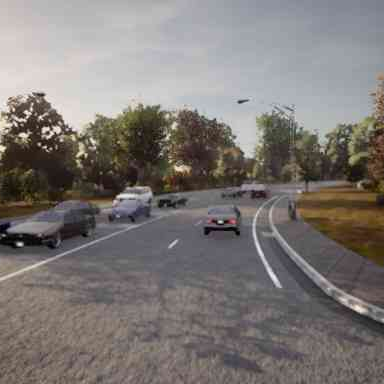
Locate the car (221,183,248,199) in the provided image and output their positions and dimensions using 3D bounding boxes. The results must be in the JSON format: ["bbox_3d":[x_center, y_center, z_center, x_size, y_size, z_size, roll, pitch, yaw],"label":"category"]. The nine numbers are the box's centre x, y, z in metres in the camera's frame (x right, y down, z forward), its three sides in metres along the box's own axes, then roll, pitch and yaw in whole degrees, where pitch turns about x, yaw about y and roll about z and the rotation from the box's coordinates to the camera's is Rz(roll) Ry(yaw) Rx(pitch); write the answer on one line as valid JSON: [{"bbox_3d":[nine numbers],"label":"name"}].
[{"bbox_3d":[5.291,0.061,43.521,2.128,1.511,4.902,0,4,24],"label":"car"}]

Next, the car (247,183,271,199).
[{"bbox_3d":[8.877,0.025,42.509,1.882,1.535,5.008,0,4,22],"label":"car"}]

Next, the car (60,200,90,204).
[{"bbox_3d":[-8.161,1.296,22.889,2.033,1.411,5.357,0,2,11],"label":"car"}]

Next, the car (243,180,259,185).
[{"bbox_3d":[9.588,-0.827,52.791,2.150,2.045,5.566,0,4,29],"label":"car"}]

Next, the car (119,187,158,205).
[{"bbox_3d":[-5.694,0.546,33.216,2.150,2.045,5.566,0,3,14],"label":"car"}]

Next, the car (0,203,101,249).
[{"bbox_3d":[-5.976,1.479,14.724,2.033,1.411,5.357,0,1,6],"label":"car"}]

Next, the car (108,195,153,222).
[{"bbox_3d":[-4.358,1.221,24.014,1.812,1.442,4.674,0,2,12],"label":"car"}]

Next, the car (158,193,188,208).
[{"bbox_3d":[-1.909,0.850,33.749,1.895,1.301,4.718,0,3,17],"label":"car"}]

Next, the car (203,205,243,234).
[{"bbox_3d":[1.778,1.397,18.224,2.033,1.411,5.357,0,2,10],"label":"car"}]
